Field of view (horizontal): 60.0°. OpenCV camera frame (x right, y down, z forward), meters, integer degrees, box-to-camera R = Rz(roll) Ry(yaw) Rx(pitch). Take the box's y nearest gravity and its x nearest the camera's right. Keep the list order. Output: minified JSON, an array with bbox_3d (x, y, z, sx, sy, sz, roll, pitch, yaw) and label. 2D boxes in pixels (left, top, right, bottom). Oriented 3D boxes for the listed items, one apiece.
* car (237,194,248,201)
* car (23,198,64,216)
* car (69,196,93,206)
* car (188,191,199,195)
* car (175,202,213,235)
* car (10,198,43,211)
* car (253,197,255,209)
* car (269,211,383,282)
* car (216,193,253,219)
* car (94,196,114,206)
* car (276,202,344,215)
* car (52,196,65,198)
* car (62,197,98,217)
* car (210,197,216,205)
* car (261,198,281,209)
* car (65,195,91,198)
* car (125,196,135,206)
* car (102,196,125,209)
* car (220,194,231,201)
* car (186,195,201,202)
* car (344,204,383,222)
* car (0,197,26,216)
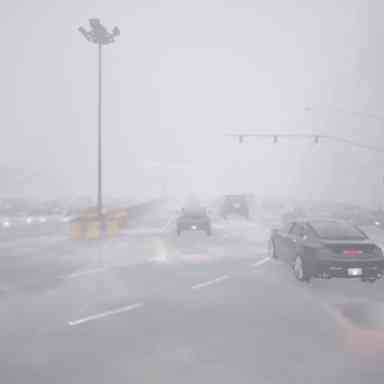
[{"bbox_3d":[10.794,1.152,71.341,1.812,1.442,4.674,0,1,0],"label":"car"},{"bbox_3d":[-14.001,1.565,32.121,1.994,1.385,4.181,0,0,0],"label":"car"},{"bbox_3d":[-17.351,1.430,52.386,2.033,1.411,5.357,0,1,0],"label":"car"},{"bbox_3d":[0.294,0.851,71.446,2.150,2.045,5.566,0,1,0],"label":"car"},{"bbox_3d":[0.096,1.529,19.177,1.837,1.490,4.892,0,0,0],"label":"car"},{"bbox_3d":[-20.928,1.530,42.274,1.994,1.385,4.181,0,0,0],"label":"car"},{"bbox_3d":[7.198,1.168,45.591,2.150,2.045,5.566,0,0,0],"label":"car"},{"bbox_3d":[3.598,1.518,9.765,1.837,1.490,4.892,0,0,0],"label":"car"},{"bbox_3d":[3.599,1.233,29.282,2.150,2.045,5.566,0,0,0],"label":"car"},{"bbox_3d":[-13.848,1.384,52.768,1.837,1.490,4.892,0,1,0],"label":"car"},{"bbox_3d":[7.096,1.575,20.771,2.033,1.411,5.357,0,0,0],"label":"car"},{"bbox_3d":[-17.429,1.532,42.027,1.994,1.385,4.181,0,0,0],"label":"car"},{"bbox_3d":[-10.501,1.527,32.105,1.812,1.442,4.674,0,0,0],"label":"car"},{"bbox_3d":[3.723,1.410,48.940,2.128,1.511,4.902,0,0,0],"label":"car"},{"bbox_3d":[10.691,1.502,44.569,2.033,1.411,5.357,0,0,0],"label":"car"},{"bbox_3d":[-13.927,1.318,42.371,2.097,1.767,4.553,0,0,0],"label":"car"},{"bbox_3d":[-10.346,1.355,52.937,1.882,1.535,5.008,0,1,0],"label":"car"},{"bbox_3d":[-10.425,1.443,42.507,1.882,1.535,5.008,0,0,0],"label":"car"},{"bbox_3d":[7.306,1.196,72.922,1.895,1.301,4.718,0,1,0],"label":"car"},{"bbox_3d":[0.176,1.514,42.637,2.033,1.411,5.357,0,0,0],"label":"car"},{"bbox_3d":[10.596,1.534,21.462,1.837,1.490,4.892,0,0,0],"label":"car"},{"bbox_3d":[-17.500,1.352,32.167,2.097,1.767,4.553,0,0,0],"label":"car"}]
